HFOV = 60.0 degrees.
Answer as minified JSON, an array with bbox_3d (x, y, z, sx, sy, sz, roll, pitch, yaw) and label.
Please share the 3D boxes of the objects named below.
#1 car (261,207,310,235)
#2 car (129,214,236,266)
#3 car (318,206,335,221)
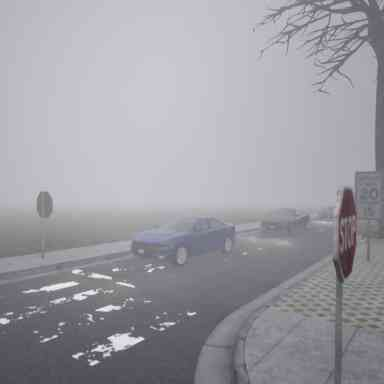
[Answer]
[{"bbox_3d":[6.064,1.779,21.271,1.882,1.535,5.008,0,0,35],"label":"car"},{"bbox_3d":[-0.147,1.628,12.488,1.882,1.535,5.008,0,-1,35],"label":"car"},{"bbox_3d":[13.470,2.044,31.730,1.994,1.385,4.181,0,-1,35],"label":"car"}]
